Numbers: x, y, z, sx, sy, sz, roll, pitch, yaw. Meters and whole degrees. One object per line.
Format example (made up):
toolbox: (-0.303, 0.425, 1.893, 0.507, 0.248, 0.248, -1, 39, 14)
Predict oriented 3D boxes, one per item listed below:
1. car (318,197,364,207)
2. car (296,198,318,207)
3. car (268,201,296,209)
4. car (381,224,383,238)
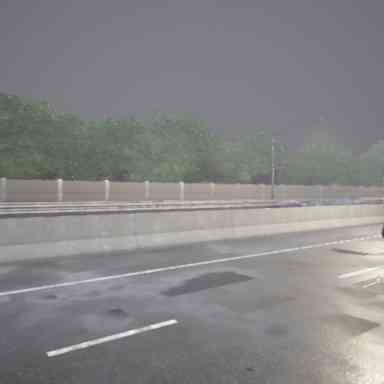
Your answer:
car: (14.466, 1.542, 31.513, 5.008, 1.535, 1.882, 0, 0, -35)
car: (13.640, 1.419, 35.220, 4.553, 1.767, 2.097, 0, 0, -35)
car: (10.788, 1.666, 37.488, 4.718, 1.301, 1.895, 0, 0, -35)
car: (10.851, 1.605, 15.794, 4.181, 1.385, 1.994, 0, 0, -35)
